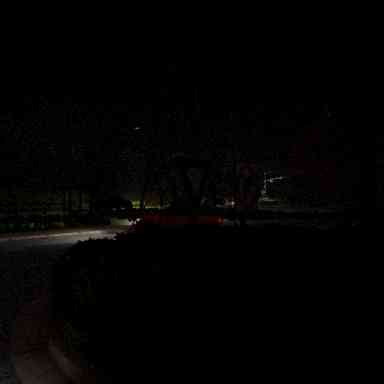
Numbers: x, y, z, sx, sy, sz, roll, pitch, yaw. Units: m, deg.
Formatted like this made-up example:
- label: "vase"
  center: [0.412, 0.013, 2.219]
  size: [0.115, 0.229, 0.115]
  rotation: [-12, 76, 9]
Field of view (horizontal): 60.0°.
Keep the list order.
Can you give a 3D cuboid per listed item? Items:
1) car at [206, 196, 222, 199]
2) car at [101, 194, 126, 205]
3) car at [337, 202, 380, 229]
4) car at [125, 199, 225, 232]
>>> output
- label: "car"
  center: [4.209, 1.443, 61.010]
  size: [2.097, 1.767, 4.553]
  rotation: [0, 0, 36]
- label: "car"
  center: [-9.980, 1.313, 41.171]
  size: [2.150, 2.045, 5.566]
  rotation: [0, 0, 37]
- label: "car"
  center: [9.911, 1.530, 19.695]
  size: [1.784, 1.438, 3.905]
  rotation: [0, 0, 35]
- label: "car"
  center: [-0.723, 1.381, 16.529]
  size: [4.553, 1.767, 2.097]
  rotation: [0, 0, 1]
